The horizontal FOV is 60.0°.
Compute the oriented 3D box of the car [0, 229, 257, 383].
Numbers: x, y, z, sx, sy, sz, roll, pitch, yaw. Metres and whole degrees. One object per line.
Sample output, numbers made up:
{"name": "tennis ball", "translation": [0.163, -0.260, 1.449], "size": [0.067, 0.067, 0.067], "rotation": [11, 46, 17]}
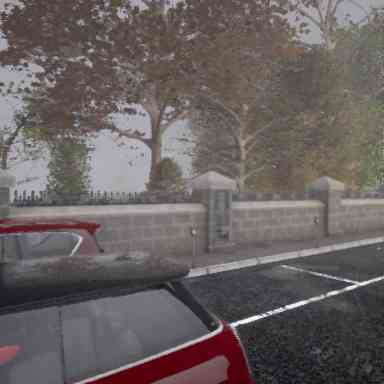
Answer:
{"name": "car", "translation": [-1.728, 1.353, 2.147], "size": [4.553, 1.767, 2.097], "rotation": [0, 0, -35]}

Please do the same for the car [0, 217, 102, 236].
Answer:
{"name": "car", "translation": [-3.383, 1.316, 4.142], "size": [5.009, 1.841, 2.192], "rotation": [0, 0, -35]}
